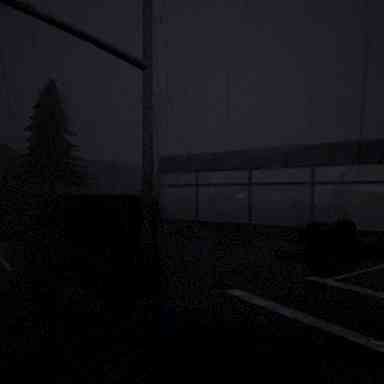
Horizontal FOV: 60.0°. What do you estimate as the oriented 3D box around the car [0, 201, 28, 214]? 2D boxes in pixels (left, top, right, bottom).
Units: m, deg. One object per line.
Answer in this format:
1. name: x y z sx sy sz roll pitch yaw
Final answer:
1. car: -19.029 1.569 33.800 1.994 1.385 4.181 0 0 36
